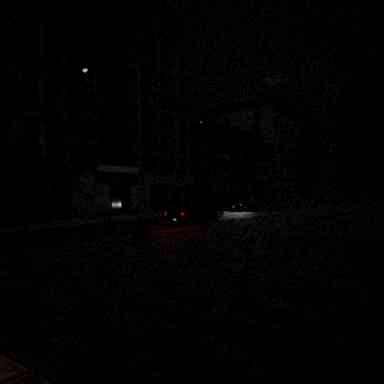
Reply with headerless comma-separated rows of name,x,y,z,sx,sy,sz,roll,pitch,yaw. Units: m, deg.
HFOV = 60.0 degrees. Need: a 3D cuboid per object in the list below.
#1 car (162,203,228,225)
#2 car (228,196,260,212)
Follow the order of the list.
car,0.229,1.334,21.828,1.895,1.301,4.718,-1,0,35
car,5.355,1.205,34.088,1.837,1.490,4.892,-1,0,35
